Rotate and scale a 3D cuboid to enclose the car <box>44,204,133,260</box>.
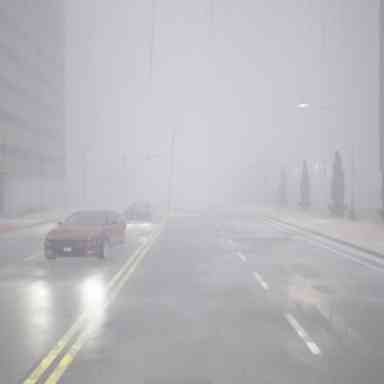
[{"bbox_3d":[-3.694,1.401,12.335,1.882,1.535,5.008,0,1,0],"label":"car"}]

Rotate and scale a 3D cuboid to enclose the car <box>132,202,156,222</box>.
[{"bbox_3d":[-3.769,1.400,24.239,1.994,1.385,4.181,0,1,0],"label":"car"}]
